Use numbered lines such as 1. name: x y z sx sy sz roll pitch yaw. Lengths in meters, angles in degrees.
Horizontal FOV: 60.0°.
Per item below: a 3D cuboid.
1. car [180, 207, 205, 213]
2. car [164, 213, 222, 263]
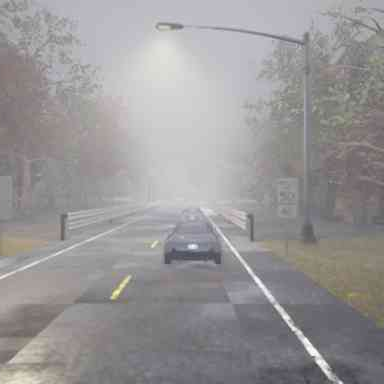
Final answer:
1. car: 0.020 1.862 25.166 2.033 1.411 5.357 0 -1 1
2. car: 0.042 1.723 12.566 1.994 1.385 4.181 0 -1 1
